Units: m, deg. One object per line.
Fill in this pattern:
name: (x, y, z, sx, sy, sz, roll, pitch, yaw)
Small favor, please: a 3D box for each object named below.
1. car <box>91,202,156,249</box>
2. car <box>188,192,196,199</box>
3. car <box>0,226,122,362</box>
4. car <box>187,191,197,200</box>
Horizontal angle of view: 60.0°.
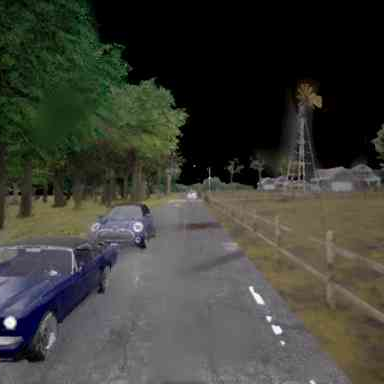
car: (-2.765, 1.282, 14.151, 2.097, 1.767, 4.553, 0, 0, 0)
car: (0.014, 0.882, 84.228, 1.837, 1.490, 4.892, 0, 1, 0)
car: (-2.786, 1.571, 5.962, 1.895, 1.301, 4.718, 0, 0, 1)
car: (0.012, 0.810, 73.833, 2.150, 2.045, 5.566, 0, 0, 0)
